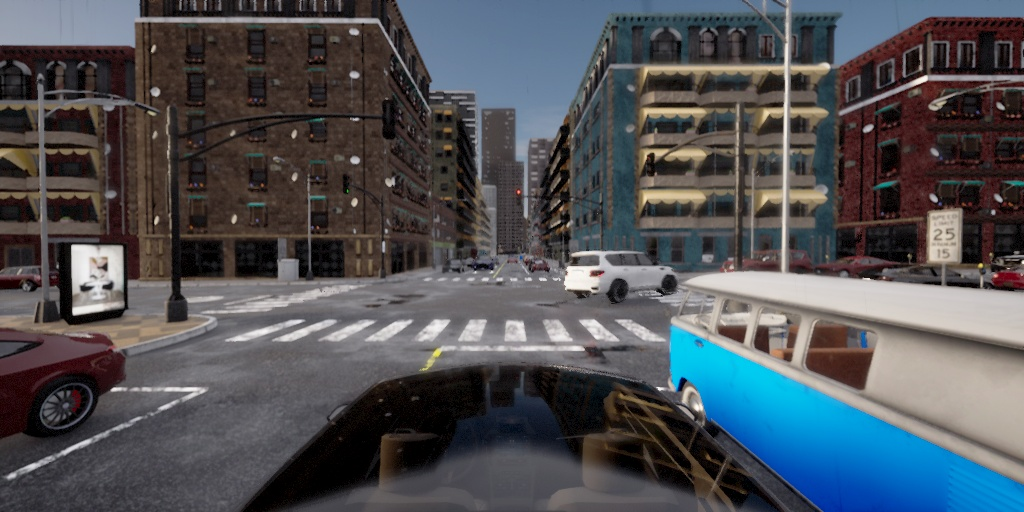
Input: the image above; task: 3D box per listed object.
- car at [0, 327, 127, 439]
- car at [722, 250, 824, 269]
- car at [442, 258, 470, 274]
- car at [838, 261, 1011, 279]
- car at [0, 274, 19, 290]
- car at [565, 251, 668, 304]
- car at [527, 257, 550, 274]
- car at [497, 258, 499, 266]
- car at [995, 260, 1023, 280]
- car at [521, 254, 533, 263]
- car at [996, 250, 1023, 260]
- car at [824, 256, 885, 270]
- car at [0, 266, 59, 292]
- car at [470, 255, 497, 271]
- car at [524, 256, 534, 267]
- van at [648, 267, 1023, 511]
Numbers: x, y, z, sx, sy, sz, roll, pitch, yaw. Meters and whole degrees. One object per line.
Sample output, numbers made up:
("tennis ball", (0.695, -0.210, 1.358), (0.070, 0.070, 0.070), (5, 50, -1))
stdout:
("car", (-5.691, 1.321, 2.793), (1.802, 1.307, 4.207), (0, 0, 0))
("car", (15.796, 0.571, 22.317), (5.009, 1.841, 2.192), (0, 0, 0))
("car", (-5.654, 0.977, 35.196), (1.948, 1.339, 4.313), (0, 0, 0))
("car", (15.807, 0.972, 13.938), (4.313, 1.339, 1.948), (0, 0, 0))
("car", (-22.380, 1.516, 13.584), (4.403, 1.370, 2.007), (0, 0, 0))
("car", (4.836, 0.805, 15.617), (5.566, 2.045, 2.150), (-1, -1, -34))
("car", (2.727, 0.994, 35.175), (1.802, 1.307, 4.207), (0, 0, 0))
("car", (-3.015, 0.776, 55.786), (1.994, 1.385, 4.181), (0, 1, 0))
("car", (21.378, 0.908, 13.971), (4.207, 1.307, 1.802), (0, 0, 0))
("car", (2.746, 0.796, 51.744), (1.888, 1.381, 4.507), (0, 0, 0))
("car", (30.234, 0.314, 19.793), (5.566, 2.045, 2.150), (-1, 1, 0))
("car", (21.366, 0.720, 22.351), (4.507, 1.381, 1.888), (0, 0, 0))
("car", (-30.238, 1.365, 22.176), (4.097, 1.591, 1.967), (0, 0, 0))
("car", (-3.052, 0.721, 39.590), (2.097, 1.767, 4.553), (0, 1, 0))
("car", (2.734, 0.924, 40.698), (1.948, 1.339, 4.313), (0, 0, 0))
("van", (2.690, 1.080, 2.782), (1.690, 1.789, 3.998), (0, 0, 0))
